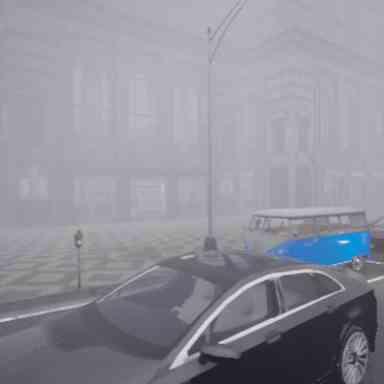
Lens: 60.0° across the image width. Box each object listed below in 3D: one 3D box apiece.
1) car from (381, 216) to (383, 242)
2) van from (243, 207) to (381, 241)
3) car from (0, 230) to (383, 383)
[{"bbox_3d":[7.617,1.491,12.102,4.507,1.381,1.887,0,0,-36],"label":"car"},{"bbox_3d":[3.117,1.310,8.893,3.998,1.788,1.690,0,0,-36],"label":"van"},{"bbox_3d":[0.188,1.483,3.568,4.902,1.511,2.128,0,0,-38],"label":"car"}]
